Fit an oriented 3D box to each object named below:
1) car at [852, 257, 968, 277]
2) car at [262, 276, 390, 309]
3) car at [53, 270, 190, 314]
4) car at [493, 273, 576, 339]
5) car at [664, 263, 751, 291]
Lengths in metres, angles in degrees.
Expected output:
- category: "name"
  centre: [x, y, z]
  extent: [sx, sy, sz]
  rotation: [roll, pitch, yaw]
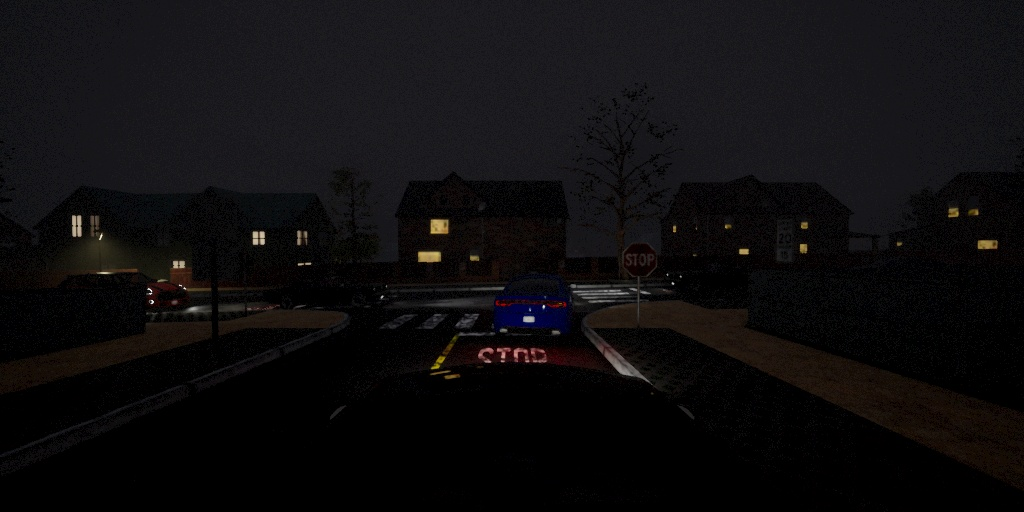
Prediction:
- category: "car"
  centre: [20.063, 0.753, 18.403]
  extent: [5.357, 1.411, 2.033]
  rotation: [-1, 1, 0]
- category: "car"
  centre: [-7.806, 1.506, 15.450]
  extent: [4.718, 1.301, 1.895]
  rotation: [-1, 1, 0]
- category: "car"
  centre: [-16.793, 1.471, 15.446]
  extent: [4.553, 1.767, 2.097]
  rotation: [-1, 1, 0]
- category: "car"
  centre: [0.790, 1.226, 10.239]
  extent: [1.882, 1.535, 5.008]
  rotation: [0, 0, 10]
- category: "car"
  centre: [10.417, 1.034, 18.370]
  extent: [4.718, 1.301, 1.895]
  rotation: [-1, 1, -1]
